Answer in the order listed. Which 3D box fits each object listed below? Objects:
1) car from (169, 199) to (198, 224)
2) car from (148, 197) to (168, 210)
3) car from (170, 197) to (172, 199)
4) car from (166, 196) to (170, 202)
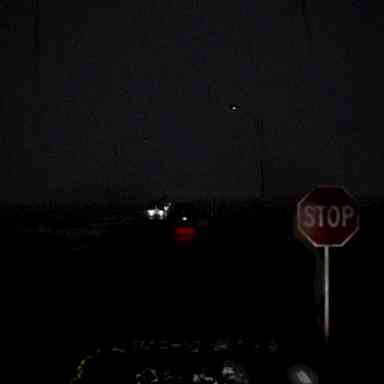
[{"bbox_3d":[-0.629,1.543,25.203,1.837,1.490,4.892,0,0,-3],"label":"car"},{"bbox_3d":[-4.498,1.621,42.491,1.994,1.385,4.181,0,0,-3],"label":"car"},{"bbox_3d":[-5.176,1.662,70.913,2.033,1.411,5.357,0,0,0],"label":"car"},{"bbox_3d":[-5.027,1.593,55.261,1.837,1.490,4.892,0,0,-1],"label":"car"}]
